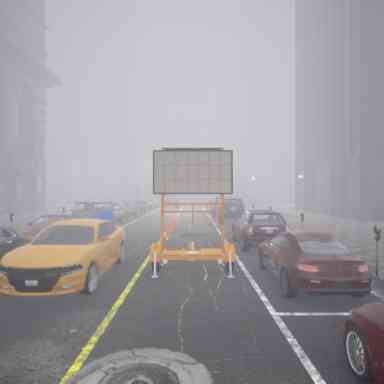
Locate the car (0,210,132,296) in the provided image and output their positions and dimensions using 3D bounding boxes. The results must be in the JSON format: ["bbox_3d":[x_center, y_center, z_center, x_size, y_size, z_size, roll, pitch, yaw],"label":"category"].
[{"bbox_3d":[-3.081,1.478,8.887,1.882,1.535,5.008,0,0,0],"label":"car"}]

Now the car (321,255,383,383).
[{"bbox_3d":[2.765,1.582,2.606,1.802,1.307,4.206,0,0,0],"label":"car"}]

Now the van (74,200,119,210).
[{"bbox_3d":[-5.722,1.344,19.530,1.690,1.788,3.998,0,0,0],"label":"van"}]

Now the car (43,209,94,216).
[{"bbox_3d":[-5.734,1.583,13.893,1.802,1.307,4.206,0,0,0],"label":"car"}]

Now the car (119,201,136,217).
[{"bbox_3d":[-5.709,1.531,24.996,1.752,1.417,4.829,0,0,0],"label":"car"}]

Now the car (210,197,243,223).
[{"bbox_3d":[2.815,1.321,25.150,2.192,1.841,5.009,0,0,0],"label":"car"}]

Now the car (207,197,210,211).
[{"bbox_3d":[2.828,1.324,30.786,2.192,1.841,5.009,0,0,0],"label":"car"}]

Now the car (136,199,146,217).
[{"bbox_3d":[-5.695,1.591,30.803,1.802,1.307,4.206,0,0,0],"label":"car"}]

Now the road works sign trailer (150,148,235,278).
[{"bbox_3d":[0.023,0.465,10.138,2.380,3.560,2.880,0,0,0],"label":"road works sign trailer"}]

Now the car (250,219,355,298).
[{"bbox_3d":[2.778,1.582,8.242,1.802,1.307,4.206,0,0,0],"label":"car"}]

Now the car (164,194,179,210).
[{"bbox_3d":[-2.893,1.242,44.687,2.150,2.045,5.566,0,0,0],"label":"car"}]

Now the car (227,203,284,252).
[{"bbox_3d":[2.790,1.441,13.878,1.967,1.590,4.097,0,0,0],"label":"car"}]

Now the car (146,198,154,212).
[{"bbox_3d":[-5.683,1.579,36.439,1.947,1.339,4.313,0,0,0],"label":"car"}]

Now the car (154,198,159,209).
[{"bbox_3d":[-5.670,1.584,42.076,1.947,1.339,4.313,0,0,0],"label":"car"}]

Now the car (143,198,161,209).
[{"bbox_3d":[-5.657,1.575,47.713,2.008,1.369,4.403,0,0,0],"label":"car"}]
